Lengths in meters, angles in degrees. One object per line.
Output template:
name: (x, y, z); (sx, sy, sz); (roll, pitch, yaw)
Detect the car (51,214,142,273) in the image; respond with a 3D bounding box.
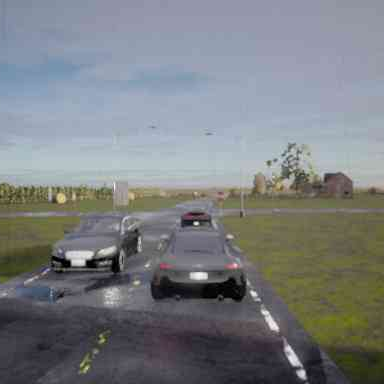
car: (-2.806, 1.496, 10.729); (2.128, 1.511, 4.902); (0, 0, 1)

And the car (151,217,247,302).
car: (0.128, 1.568, 8.350); (1.994, 1.385, 4.181); (0, 0, 0)

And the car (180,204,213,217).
car: (0.280, 1.513, 21.025); (1.837, 1.490, 4.892); (0, 0, 1)
